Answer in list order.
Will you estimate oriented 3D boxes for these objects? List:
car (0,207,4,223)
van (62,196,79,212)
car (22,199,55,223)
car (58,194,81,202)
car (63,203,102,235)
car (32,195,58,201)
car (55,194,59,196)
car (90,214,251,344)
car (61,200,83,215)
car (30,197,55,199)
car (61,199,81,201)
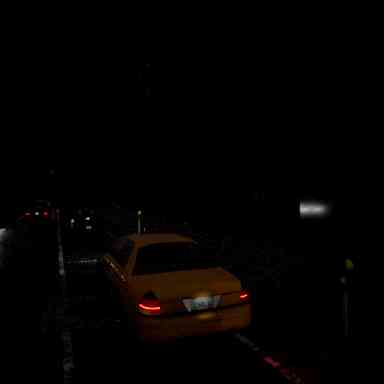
[{"bbox_3d":[-13.890,1.505,22.280,1.837,1.490,4.892,0,0,-22],"label":"car"},{"bbox_3d":[-14.367,1.342,39.229,1.690,1.788,3.998,0,0,-22],"label":"van"},{"bbox_3d":[-11.707,1.547,25.394,2.033,1.411,5.357,0,0,-22],"label":"car"},{"bbox_3d":[-12.282,1.316,34.114,2.192,1.841,5.009,0,0,-22],"label":"car"},{"bbox_3d":[-6.027,1.551,18.769,2.008,1.369,4.403,0,0,-22],"label":"car"},{"bbox_3d":[-18.186,1.493,41.260,2.128,1.511,4.902,0,0,-21],"label":"car"},{"bbox_3d":[-31.200,1.469,79.764,1.967,1.590,4.097,0,0,-23],"label":"car"},{"bbox_3d":[-0.832,1.457,6.796,1.801,1.575,5.366,0,0,-22],"label":"car"},{"bbox_3d":[-8.112,1.551,23.883,2.008,1.369,4.403,0,0,-22],"label":"car"},{"bbox_3d":[-16.009,1.527,35.685,1.812,1.442,4.674,0,0,-22],"label":"car"},{"bbox_3d":[-10.197,1.567,28.998,1.947,1.339,4.313,0,0,-22],"label":"car"}]
